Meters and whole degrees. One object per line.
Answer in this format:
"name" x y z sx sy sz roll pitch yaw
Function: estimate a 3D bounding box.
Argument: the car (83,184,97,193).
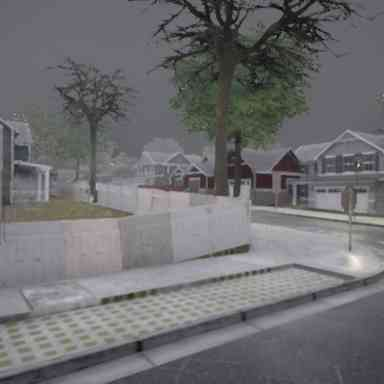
"car" -15.414 -0.457 48.751 1.812 1.442 4.674 1 2 -34
